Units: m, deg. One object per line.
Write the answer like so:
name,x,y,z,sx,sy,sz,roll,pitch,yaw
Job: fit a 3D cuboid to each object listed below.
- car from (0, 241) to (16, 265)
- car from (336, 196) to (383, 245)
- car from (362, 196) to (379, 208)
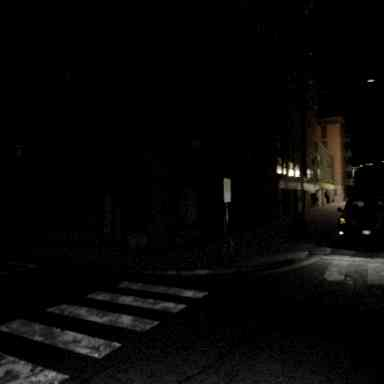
car,-8.194,1.865,11.527,4.829,1.417,1.752,-2,-1,28
car,8.140,1.233,15.493,2.150,2.045,5.566,-2,-1,28
car,26.771,1.480,49.915,2.128,1.511,4.902,-2,-1,28
